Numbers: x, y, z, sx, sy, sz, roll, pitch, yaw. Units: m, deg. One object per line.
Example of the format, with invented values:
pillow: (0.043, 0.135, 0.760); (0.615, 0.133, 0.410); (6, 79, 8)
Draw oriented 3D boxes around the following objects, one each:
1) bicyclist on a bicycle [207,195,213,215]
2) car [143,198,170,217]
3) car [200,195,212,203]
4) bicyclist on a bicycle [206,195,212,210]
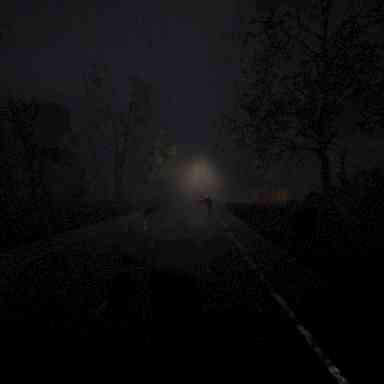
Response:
bicyclist on a bicycle: (1.563, 1.262, 29.234); (0.582, 1.620, 1.656); (0, 0, 2)
car: (-3.006, 1.283, 28.990); (1.882, 1.535, 5.008); (0, 0, 2)
car: (2.348, 1.286, 58.345); (1.895, 1.301, 4.718); (0, 0, 4)
bicyclist on a bicycle: (1.966, 1.217, 38.363); (0.582, 1.620, 1.656); (0, 0, 3)
